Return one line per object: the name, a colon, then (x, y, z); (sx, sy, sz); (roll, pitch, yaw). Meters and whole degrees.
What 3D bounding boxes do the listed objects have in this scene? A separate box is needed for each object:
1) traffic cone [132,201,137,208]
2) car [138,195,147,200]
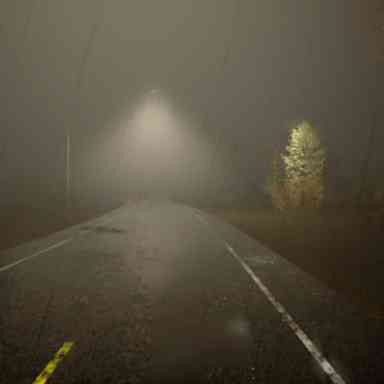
traffic cone: (-7.828, 1.813, 44.489); (0.340, 0.580, 0.340); (0, 0, -7)
car: (-12.983, 1.548, 87.329); (1.895, 1.301, 4.718); (0, 0, -14)
